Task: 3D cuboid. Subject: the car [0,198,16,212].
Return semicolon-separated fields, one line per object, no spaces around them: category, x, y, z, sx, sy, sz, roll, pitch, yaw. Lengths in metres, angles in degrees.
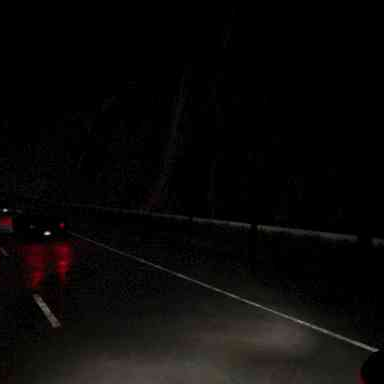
car;-17.714;1.303;31.148;1.837;1.490;4.892;0;0;-35

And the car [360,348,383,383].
car;3.139;1.475;1.026;1.882;1.535;5.008;0;0;-35

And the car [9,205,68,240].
car;-7.804;1.555;16.835;1.895;1.301;4.718;0;0;-35
